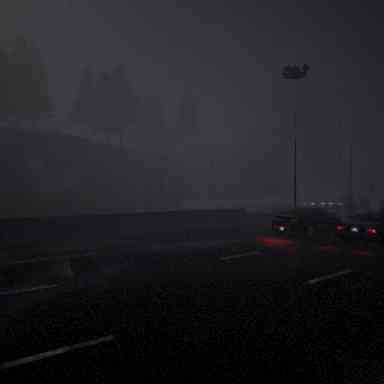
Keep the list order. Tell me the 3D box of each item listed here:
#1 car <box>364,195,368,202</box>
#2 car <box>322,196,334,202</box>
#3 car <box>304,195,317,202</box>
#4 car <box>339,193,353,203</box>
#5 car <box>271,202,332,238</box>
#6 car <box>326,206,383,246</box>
[{"bbox_3d":[34.850,1.449,66.799,1.837,1.490,4.892,0,0,32],"label":"car"},{"bbox_3d":[28.839,1.481,70.387,1.812,1.442,4.674,0,0,32],"label":"car"},{"bbox_3d":[25.834,1.438,72.181,1.882,1.535,5.008,0,0,32],"label":"car"},{"bbox_3d":[31.828,1.178,68.568,2.150,2.045,5.566,0,0,32],"label":"car"},{"bbox_3d":[6.204,1.517,17.684,4.892,1.490,1.837,0,0,-40],"label":"car"},{"bbox_3d":[8.467,1.564,15.014,5.357,1.411,2.033,0,0,-40],"label":"car"}]
